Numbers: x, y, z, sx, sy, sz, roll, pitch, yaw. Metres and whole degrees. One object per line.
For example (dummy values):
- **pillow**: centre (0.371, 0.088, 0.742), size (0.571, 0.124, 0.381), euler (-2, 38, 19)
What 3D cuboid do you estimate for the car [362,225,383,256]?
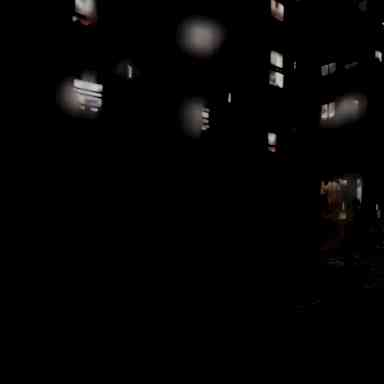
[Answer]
- **car**: centre (8.088, 1.681, 12.460), size (4.403, 1.369, 2.008), euler (1, 1, -35)
